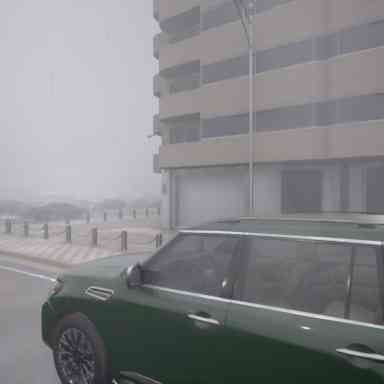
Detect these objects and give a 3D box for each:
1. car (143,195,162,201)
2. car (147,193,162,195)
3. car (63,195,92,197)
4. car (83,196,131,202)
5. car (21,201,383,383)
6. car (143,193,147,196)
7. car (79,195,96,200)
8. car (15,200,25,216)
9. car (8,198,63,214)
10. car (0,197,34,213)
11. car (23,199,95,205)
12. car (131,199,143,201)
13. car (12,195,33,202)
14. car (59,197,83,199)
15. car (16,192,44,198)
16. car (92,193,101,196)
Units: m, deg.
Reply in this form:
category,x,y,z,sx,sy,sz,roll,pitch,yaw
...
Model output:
category,x,y,z,sx,sy,sz,roll,pitch,yaw
car,-4.442,1.581,47.992,1.812,1.442,4.674,0,0,35
car,-7.255,1.209,74.491,1.932,1.855,4.605,0,0,35
car,-21.847,1.451,63.463,1.970,1.475,3.806,0,0,35
car,-10.103,1.547,39.901,2.128,1.511,4.902,0,0,35
car,0.775,1.221,3.444,5.566,2.045,2.150,0,0,35
car,-9.592,1.211,76.199,1.905,1.878,3.866,0,0,35
car,-28.032,1.451,89.124,1.970,1.475,3.806,0,0,35
car,-12.861,1.619,29.478,1.994,1.385,4.181,0,0,35
car,-15.178,1.619,32.627,1.994,1.385,4.181,0,0,35
car,-18.916,1.547,33.385,2.128,1.511,4.902,0,0,35
car,-10.502,1.560,26.743,1.837,1.490,4.892,0,0,35
car,-8.123,1.656,48.847,1.895,1.301,4.718,0,0,35
car,-38.058,1.419,74.821,1.784,1.438,3.905,0,0,35
car,-13.844,1.619,40.654,1.994,1.385,4.181,0,0,35
car,-35.725,1.208,73.103,1.932,1.855,4.605,0,0,35
car,-25.669,1.211,87.450,1.905,1.878,3.866,0,0,35
